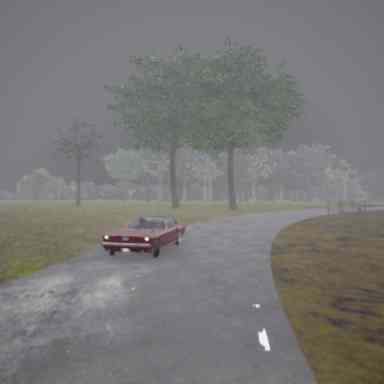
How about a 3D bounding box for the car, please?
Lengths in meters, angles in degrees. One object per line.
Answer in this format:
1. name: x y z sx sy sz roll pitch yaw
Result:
1. car: -1.687 1.620 13.130 1.895 1.301 4.718 0 0 13
